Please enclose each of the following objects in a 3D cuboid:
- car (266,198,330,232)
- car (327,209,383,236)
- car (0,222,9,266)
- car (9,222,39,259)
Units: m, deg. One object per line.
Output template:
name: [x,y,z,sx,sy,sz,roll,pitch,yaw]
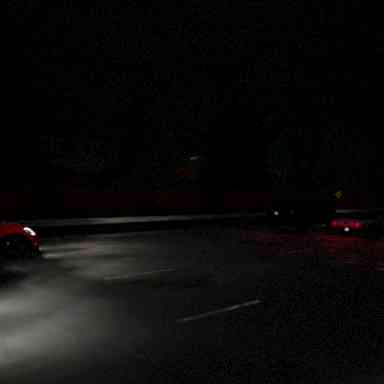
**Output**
car: [7.321,1.425,21.923,5.566,2.045,2.150,1,0,-36]
car: [10.429,1.818,19.848,4.718,1.301,1.895,1,0,-36]
car: [-7.308,1.198,7.131,5.566,2.045,2.150,1,-1,-35]
car: [-7.659,1.353,11.180,4.553,1.767,2.097,1,0,-35]
